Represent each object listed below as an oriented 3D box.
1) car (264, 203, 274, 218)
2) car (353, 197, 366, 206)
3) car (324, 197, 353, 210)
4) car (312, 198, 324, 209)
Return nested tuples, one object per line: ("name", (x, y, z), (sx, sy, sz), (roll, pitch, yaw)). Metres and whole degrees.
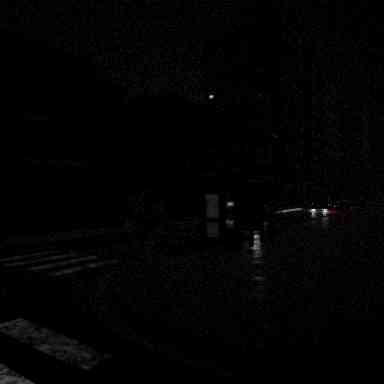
("car", (5.655, 1.631, 28.962), (1.812, 1.442, 4.674), (-1, -1, 35))
("car", (26.409, 1.480, 53.139), (2.128, 1.511, 4.902), (-1, -1, 36))
("car", (18.681, 1.514, 42.230), (1.837, 1.490, 4.892), (-1, -2, 35))
("car", (18.265, 1.583, 46.570), (1.837, 1.490, 4.892), (-1, -1, 35))
